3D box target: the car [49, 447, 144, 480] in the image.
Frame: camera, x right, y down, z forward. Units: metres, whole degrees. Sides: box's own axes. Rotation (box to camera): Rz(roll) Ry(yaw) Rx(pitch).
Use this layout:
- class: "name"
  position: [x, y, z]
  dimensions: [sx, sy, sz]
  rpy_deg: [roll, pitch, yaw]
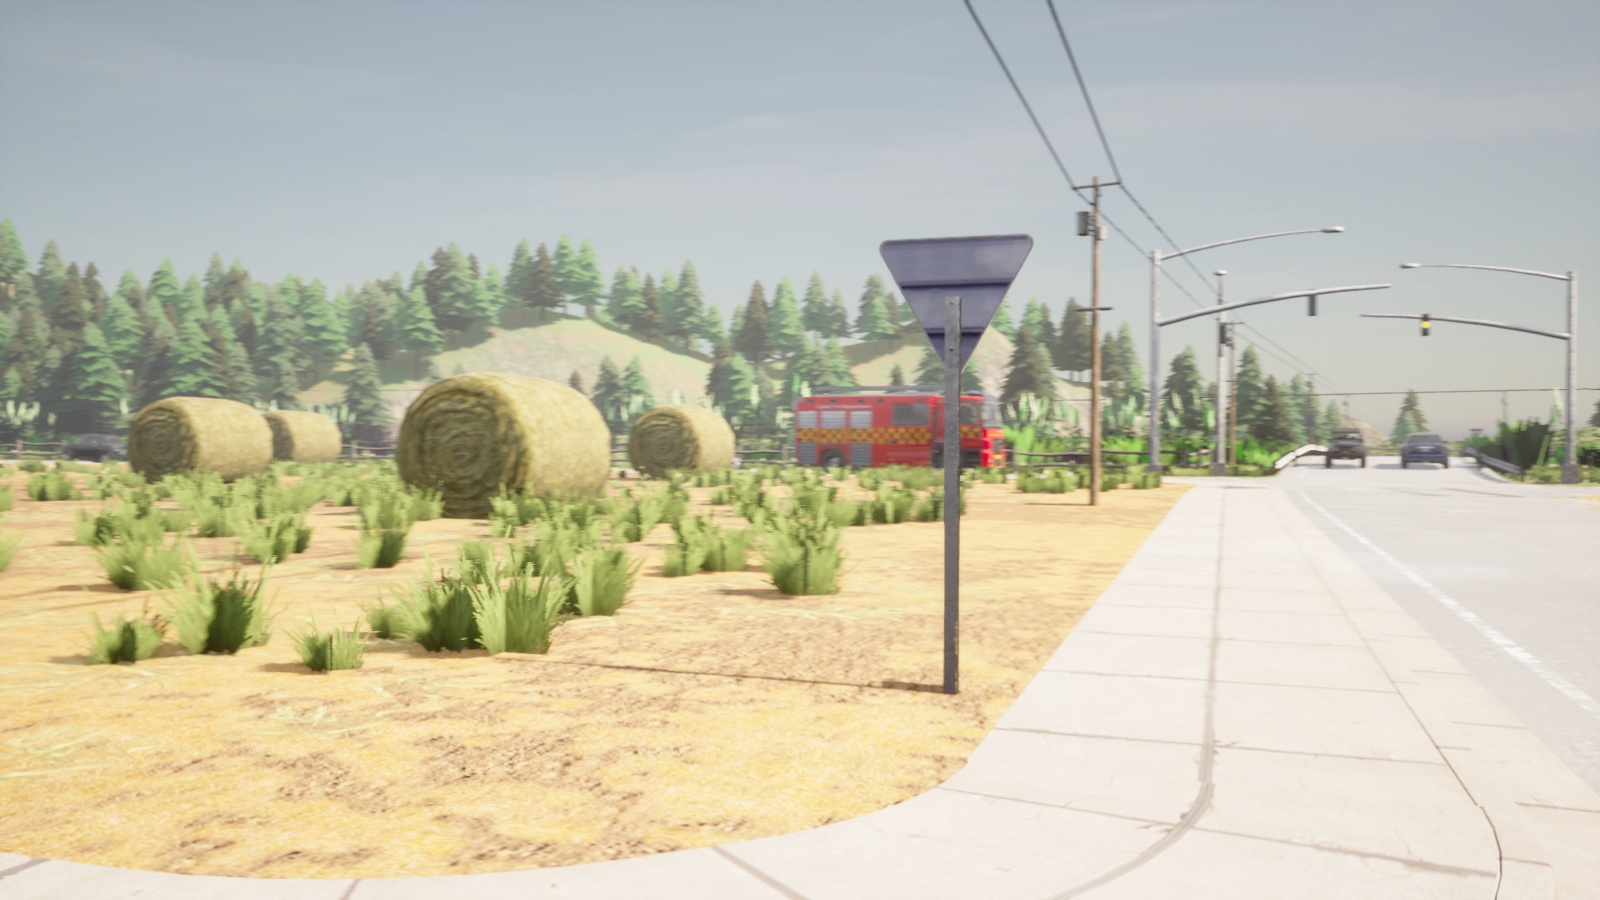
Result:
- class: "car"
  position: [-38.873, 0.745, 69.398]
  dimensions: [4.553, 1.767, 2.097]
  rpy_deg: [-1, 0, 21]

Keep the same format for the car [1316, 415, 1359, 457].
- class: "car"
  position: [26.870, -0.720, 62.733]
  dimensions: [1.905, 1.878, 3.866]
  rpy_deg: [-1, 3, 24]

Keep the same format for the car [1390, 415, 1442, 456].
- class: "car"
  position: [30.425, -0.752, 62.102]
  dimensions: [2.097, 1.767, 4.553]
  rpy_deg: [-1, 3, 24]

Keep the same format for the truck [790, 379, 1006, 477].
- class: "truck"
  position: [4.086, -0.874, 52.530]
  dimensions: [8.468, 3.827, 2.891]
  rpy_deg: [-1, 0, 21]
